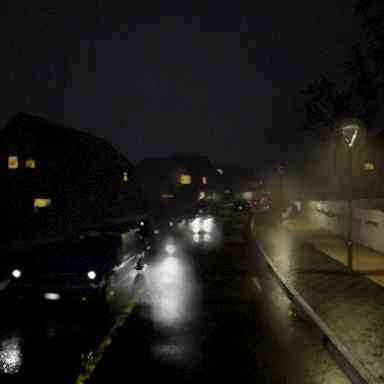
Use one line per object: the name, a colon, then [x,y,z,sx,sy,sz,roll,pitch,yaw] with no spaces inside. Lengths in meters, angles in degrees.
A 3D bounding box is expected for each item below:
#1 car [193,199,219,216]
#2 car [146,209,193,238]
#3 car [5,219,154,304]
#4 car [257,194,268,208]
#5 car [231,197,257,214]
car: [1.407,1.448,31.949,2.128,1.511,4.902,0,0,15]
car: [-1.370,1.599,18.075,1.895,1.301,4.718,0,0,9]
car: [-2.403,1.601,8.286,1.895,1.301,4.718,0,0,4]
car: [9.116,1.363,45.633,1.994,1.385,4.181,0,1,22]
car: [5.261,1.494,34.508,1.994,1.385,4.181,0,1,15]
